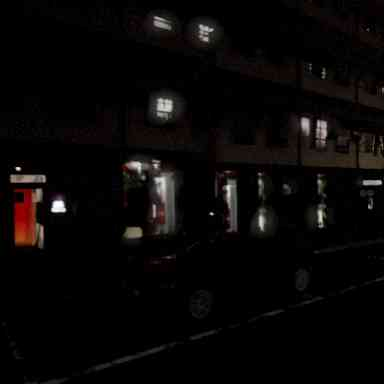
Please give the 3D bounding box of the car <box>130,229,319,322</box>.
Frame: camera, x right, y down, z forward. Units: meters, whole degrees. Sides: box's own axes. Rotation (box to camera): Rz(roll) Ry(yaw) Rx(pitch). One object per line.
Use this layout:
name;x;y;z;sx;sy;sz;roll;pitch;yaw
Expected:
car;0.863;1.543;7.189;4.507;1.381;1.887;0;-1;-35
